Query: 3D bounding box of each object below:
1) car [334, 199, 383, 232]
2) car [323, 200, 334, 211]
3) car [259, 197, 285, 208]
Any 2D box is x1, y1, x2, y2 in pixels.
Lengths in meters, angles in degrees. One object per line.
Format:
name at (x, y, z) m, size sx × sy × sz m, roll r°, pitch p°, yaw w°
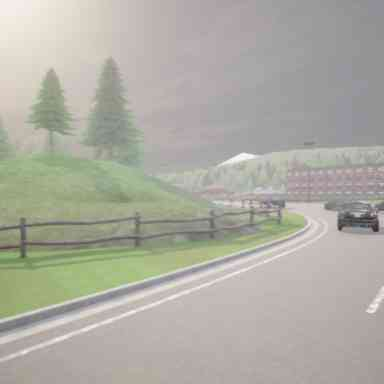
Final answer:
car at (10.001, 1.325, 20.240) m, size 2.097 × 1.767 × 4.553 m, roll 0°, pitch 0°, yaw 24°
car at (16.479, 1.524, 37.522) m, size 1.994 × 1.385 × 4.181 m, roll 0°, pitch 0°, yaw -3°
car at (11.261, 1.470, 47.159) m, size 1.882 × 1.535 × 5.008 m, roll 1°, pitch 0°, yaw -18°
